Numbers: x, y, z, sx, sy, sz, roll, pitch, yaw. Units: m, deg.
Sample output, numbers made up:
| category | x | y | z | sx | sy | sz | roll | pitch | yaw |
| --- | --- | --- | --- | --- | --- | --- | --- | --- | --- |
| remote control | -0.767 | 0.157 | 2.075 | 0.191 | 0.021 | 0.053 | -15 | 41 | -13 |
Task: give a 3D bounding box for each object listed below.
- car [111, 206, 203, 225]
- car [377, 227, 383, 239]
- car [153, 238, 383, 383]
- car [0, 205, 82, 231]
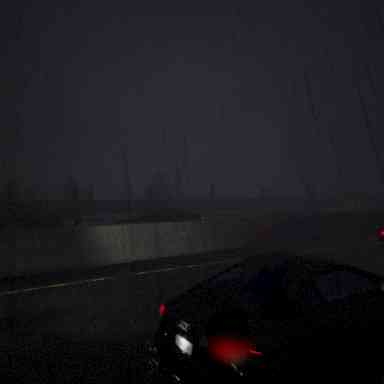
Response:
| category | x | y | z | sx | sy | sz | roll | pitch | yaw |
| --- | --- | --- | --- | --- | --- | --- | --- | --- | --- |
| car | -1.842 | 1.548 | 19.140 | 5.357 | 1.411 | 2.033 | 0 | 0 | -30 |
| car | 9.634 | 1.601 | 13.105 | 4.718 | 1.301 | 1.895 | 0 | 0 | -26 |
| car | 1.593 | 1.564 | 4.578 | 4.181 | 1.385 | 1.994 | 0 | 0 | -33 |
| car | -8.790 | 1.491 | 18.890 | 4.902 | 1.511 | 2.128 | 0 | 0 | -33 |
